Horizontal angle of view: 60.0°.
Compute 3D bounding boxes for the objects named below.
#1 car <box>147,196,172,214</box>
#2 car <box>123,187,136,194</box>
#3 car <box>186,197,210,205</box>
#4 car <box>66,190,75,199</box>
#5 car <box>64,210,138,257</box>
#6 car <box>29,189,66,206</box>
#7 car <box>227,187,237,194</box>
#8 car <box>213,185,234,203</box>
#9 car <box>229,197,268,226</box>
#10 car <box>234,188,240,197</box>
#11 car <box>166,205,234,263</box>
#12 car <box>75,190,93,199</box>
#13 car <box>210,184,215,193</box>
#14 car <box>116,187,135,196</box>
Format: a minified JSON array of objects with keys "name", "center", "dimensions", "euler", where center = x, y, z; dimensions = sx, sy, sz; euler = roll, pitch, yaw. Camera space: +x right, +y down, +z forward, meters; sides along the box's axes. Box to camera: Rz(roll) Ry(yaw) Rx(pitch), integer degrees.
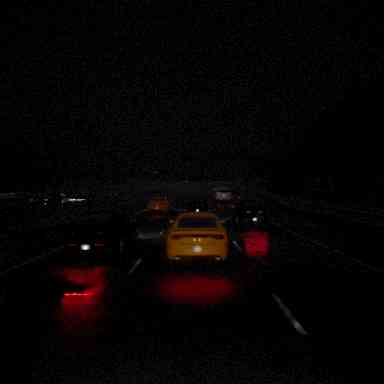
[{"name":"car","center":[-2.951,1.142,31.174],"dimensions":[1.882,1.535,5.008],"euler":[0,1,2]},{"name":"car","center":[-15.057,-0.432,80.082],"dimensions":[1.882,1.535,5.008],"euler":[0,2,3]},{"name":"car","center":[0.516,1.197,29.869],"dimensions":[1.837,1.490,4.892],"euler":[0,1,1]},{"name":"car","center":[-22.471,0.345,57.295],"dimensions":[2.097,1.767,4.553],"euler":[0,2,0]},{"name":"car","center":[-3.308,1.456,12.824],"dimensions":[1.837,1.490,4.892],"euler":[0,0,1]},{"name":"car","center":[-16.920,0.845,38.599],"dimensions":[2.097,1.767,4.553],"euler":[0,1,2]},{"name":"car","center":[9.360,-0.310,77.683],"dimensions":[1.837,1.490,4.892],"euler":[0,2,3]},{"name":"car","center":[4.557,0.427,48.789],"dimensions":[2.150,2.045,5.566],"euler":[0,2,2]},{"name":"car","center":[3.722,1.308,21.808],"dimensions":[1.837,1.490,4.892],"euler":[0,1,1]},{"name":"car","center":[8.776,0.109,67.674],"dimensions":[1.812,1.442,4.674],"euler":[0,2,4]},{"name":"car","center":[0.181,1.437,11.835],"dimensions":[1.882,1.535,5.008],"euler":[0,0,1]},{"name":"car","center":[-19.480,0.441,59.744],"dimensions":[1.812,1.442,4.674],"euler":[0,2,3]},{"name":"car","center":[6.274,-0.639,86.927],"dimensions":[1.882,1.535,5.008],"euler":[0,2,3]},{"name":"car","center":[-12.458,0.353,60.623],"dimensions":[1.882,1.535,5.008],"euler":[0,2,3]}]
